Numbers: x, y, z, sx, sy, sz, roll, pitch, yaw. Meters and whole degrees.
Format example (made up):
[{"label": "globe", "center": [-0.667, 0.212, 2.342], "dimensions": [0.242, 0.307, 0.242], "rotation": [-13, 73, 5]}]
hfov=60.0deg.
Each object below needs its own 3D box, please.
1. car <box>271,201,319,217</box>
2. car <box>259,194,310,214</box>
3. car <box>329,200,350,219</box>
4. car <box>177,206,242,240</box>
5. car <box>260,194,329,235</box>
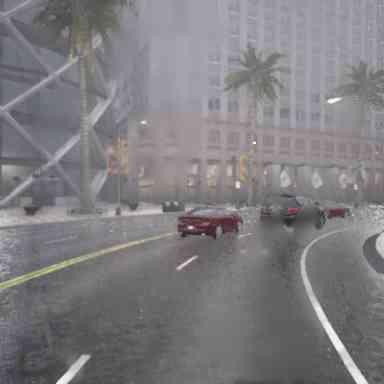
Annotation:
[{"label": "car", "center": [10.018, 1.589, 32.218], "dimensions": [4.674, 1.442, 1.812], "rotation": [1, 0, -33]}, {"label": "car", "center": [10.168, 1.286, 36.470], "dimensions": [5.566, 2.045, 2.150], "rotation": [1, 0, -30]}, {"label": "car", "center": [11.640, 1.431, 28.792], "dimensions": [4.553, 1.767, 2.097], "rotation": [0, 0, -36]}, {"label": "car", "center": [1.072, 1.476, 17.273], "dimensions": [1.882, 1.535, 5.008], "rotation": [0, 0, 27]}, {"label": "car", "center": [5.942, 1.116, 19.362], "dimensions": [2.150, 2.045, 5.566], "rotation": [1, 0, 36]}]
